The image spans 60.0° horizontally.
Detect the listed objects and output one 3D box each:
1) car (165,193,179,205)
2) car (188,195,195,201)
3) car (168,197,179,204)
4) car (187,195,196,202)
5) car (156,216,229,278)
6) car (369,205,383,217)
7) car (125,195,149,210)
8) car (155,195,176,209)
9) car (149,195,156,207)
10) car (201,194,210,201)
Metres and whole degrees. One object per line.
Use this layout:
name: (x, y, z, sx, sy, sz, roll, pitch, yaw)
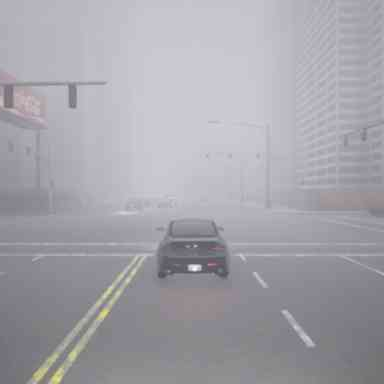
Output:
car: (-3.628, 1.217, 55.722, 2.150, 2.045, 5.566, 0, 0, 0)
car: (-0.098, 1.518, 83.088, 1.812, 1.442, 4.674, 0, 0, 0)
car: (-3.577, 1.596, 65.768, 1.895, 1.301, 4.718, 0, 0, 0)
car: (-0.086, 1.590, 72.875, 1.895, 1.301, 4.718, 0, 0, 0)
car: (-0.037, 1.504, 10.112, 1.837, 1.490, 4.892, 0, 0, -2)
car: (18.640, 1.476, 29.977, 5.008, 1.535, 1.882, 0, 0, 0)
car: (-7.152, 1.488, 42.184, 2.128, 1.511, 4.902, 0, 0, 0)
car: (-3.633, 1.522, 46.143, 1.812, 1.442, 4.674, 0, 0, 0)
car: (-7.142, 1.597, 51.449, 1.895, 1.301, 4.718, 0, 0, 0)
car: (3.402, 1.349, 83.104, 2.097, 1.767, 4.553, 0, 0, 0)
